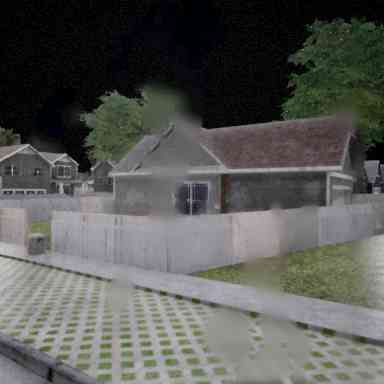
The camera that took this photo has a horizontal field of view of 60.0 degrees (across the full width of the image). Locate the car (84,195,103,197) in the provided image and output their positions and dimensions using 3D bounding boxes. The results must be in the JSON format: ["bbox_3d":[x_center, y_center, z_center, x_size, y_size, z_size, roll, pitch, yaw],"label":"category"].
[{"bbox_3d":[-11.582,1.147,37.976,1.837,1.490,4.892,1,1,33],"label":"car"}]
